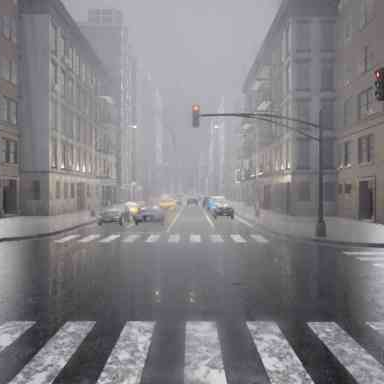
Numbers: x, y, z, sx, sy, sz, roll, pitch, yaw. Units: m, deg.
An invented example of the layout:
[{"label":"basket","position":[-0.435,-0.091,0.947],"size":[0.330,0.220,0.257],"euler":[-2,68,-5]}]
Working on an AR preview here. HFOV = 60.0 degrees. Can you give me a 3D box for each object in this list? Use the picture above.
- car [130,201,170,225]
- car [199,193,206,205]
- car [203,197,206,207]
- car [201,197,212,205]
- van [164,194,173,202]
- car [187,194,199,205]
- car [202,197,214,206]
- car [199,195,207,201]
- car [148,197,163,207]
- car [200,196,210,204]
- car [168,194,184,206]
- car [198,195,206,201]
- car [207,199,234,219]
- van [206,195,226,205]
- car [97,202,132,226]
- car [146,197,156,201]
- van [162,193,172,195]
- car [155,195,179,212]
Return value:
[{"label":"car","position":[-2.862,1.562,23.629],"size":[1.994,1.385,4.181],"euler":[0,0,-1]},{"label":"car","position":[2.633,1.311,50.480],"size":[2.192,1.841,5.009],"euler":[0,0,0]},{"label":"car","position":[2.632,1.578,39.668],"size":[1.802,1.307,4.206],"euler":[0,0,0]},{"label":"car","position":[2.633,1.546,61.293],"size":[2.008,1.369,4.403],"euler":[0,0,0]},{"label":"van","position":[-5.458,1.336,77.508],"size":[1.690,1.788,3.998],"euler":[0,0,0]},{"label":"car","position":[0.085,1.501,57.017],"size":[1.837,1.490,4.892],"euler":[0,0,0]},{"label":"car","position":[2.633,1.562,55.886],"size":[1.947,1.339,4.313],"euler":[0,0,0]},{"label":"car","position":[2.634,1.540,82.918],"size":[1.887,1.381,4.507],"euler":[0,0,0]},{"label":"car","position":[-5.427,1.521,50.307],"size":[1.752,1.417,4.829],"euler":[0,0,0]},{"label":"car","position":[2.634,1.521,66.868],"size":[1.752,1.417,4.829],"euler":[0,0,0]},{"label":"car","position":[-2.786,1.544,56.004],"size":[2.033,1.411,5.357],"euler":[0,0,1]},{"label":"car","position":[2.634,1.560,88.324],"size":[1.947,1.339,4.313],"euler":[0,0,0]},{"label":"car","position":[2.632,1.548,28.855],"size":[2.008,1.369,4.403],"euler":[0,0,0]},{"label":"van","position":[2.632,1.338,34.261],"size":[1.690,1.788,3.998],"euler":[0,0,0]},{"label":"car","position":[-5.396,1.549,23.446],"size":[2.008,1.369,4.403],"euler":[0,0,0]},{"label":"car","position":[-5.421,1.436,45.071],"size":[1.967,1.590,4.097],"euler":[0,0,0]},{"label":"van","position":[-5.446,1.337,66.695],"size":[1.690,1.788,3.998],"euler":[0,0,0]},{"label":"car","position":[-2.852,1.474,39.214],"size":[1.882,1.535,5.008],"euler":[0,0,0]}]
